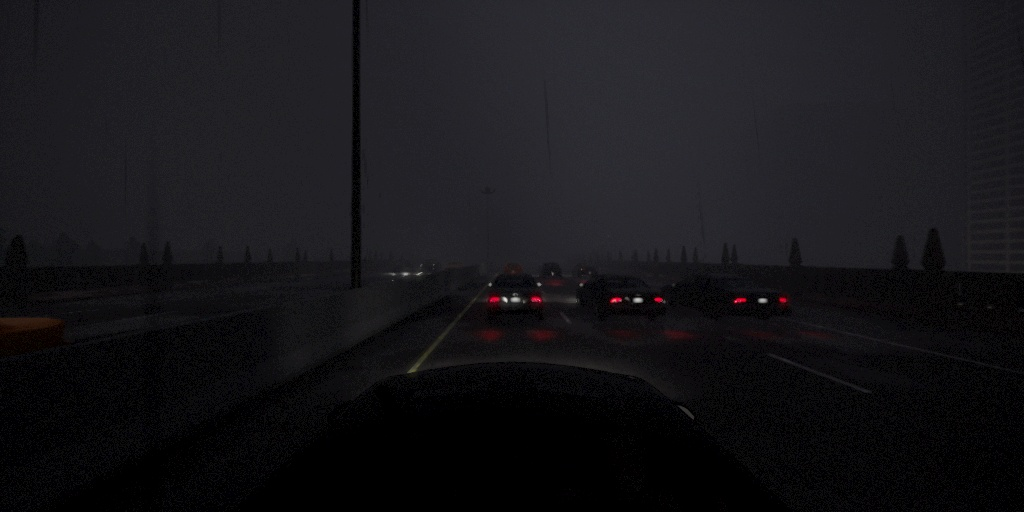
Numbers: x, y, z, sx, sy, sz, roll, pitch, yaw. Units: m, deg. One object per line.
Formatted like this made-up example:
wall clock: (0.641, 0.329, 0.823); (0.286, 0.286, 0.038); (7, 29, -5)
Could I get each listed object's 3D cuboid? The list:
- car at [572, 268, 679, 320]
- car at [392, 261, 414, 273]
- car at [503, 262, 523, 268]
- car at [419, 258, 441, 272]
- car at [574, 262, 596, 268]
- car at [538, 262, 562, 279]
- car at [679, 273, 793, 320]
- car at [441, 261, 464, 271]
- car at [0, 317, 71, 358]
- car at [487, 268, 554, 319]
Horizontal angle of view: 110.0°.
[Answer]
car: (3.603, 1.321, 12.753); (2.033, 1.411, 5.357); (0, 0, 0)
car: (-14.074, 1.374, 46.557); (1.812, 1.442, 4.674); (0, 0, 0)
car: (0.108, 1.300, 35.601); (1.882, 1.535, 5.008); (0, 0, 0)
car: (-10.572, 1.200, 46.814); (2.097, 1.767, 4.553); (0, 0, 0)
car: (7.094, 1.346, 34.978); (1.812, 1.442, 4.674); (0, 0, 0)
car: (3.608, 1.324, 34.010); (1.837, 1.490, 4.892); (0, 0, 0)
car: (7.102, 1.320, 12.662); (2.033, 1.411, 5.357); (0, 0, 0)
car: (-7.077, 1.320, 44.225); (1.882, 1.535, 5.008); (0, 0, 0)
car: (-7.100, 1.231, 2.832); (1.882, 1.535, 5.008); (0, 0, 0)
car: (0.102, 1.321, 12.858); (2.033, 1.411, 5.357); (0, 0, 0)
